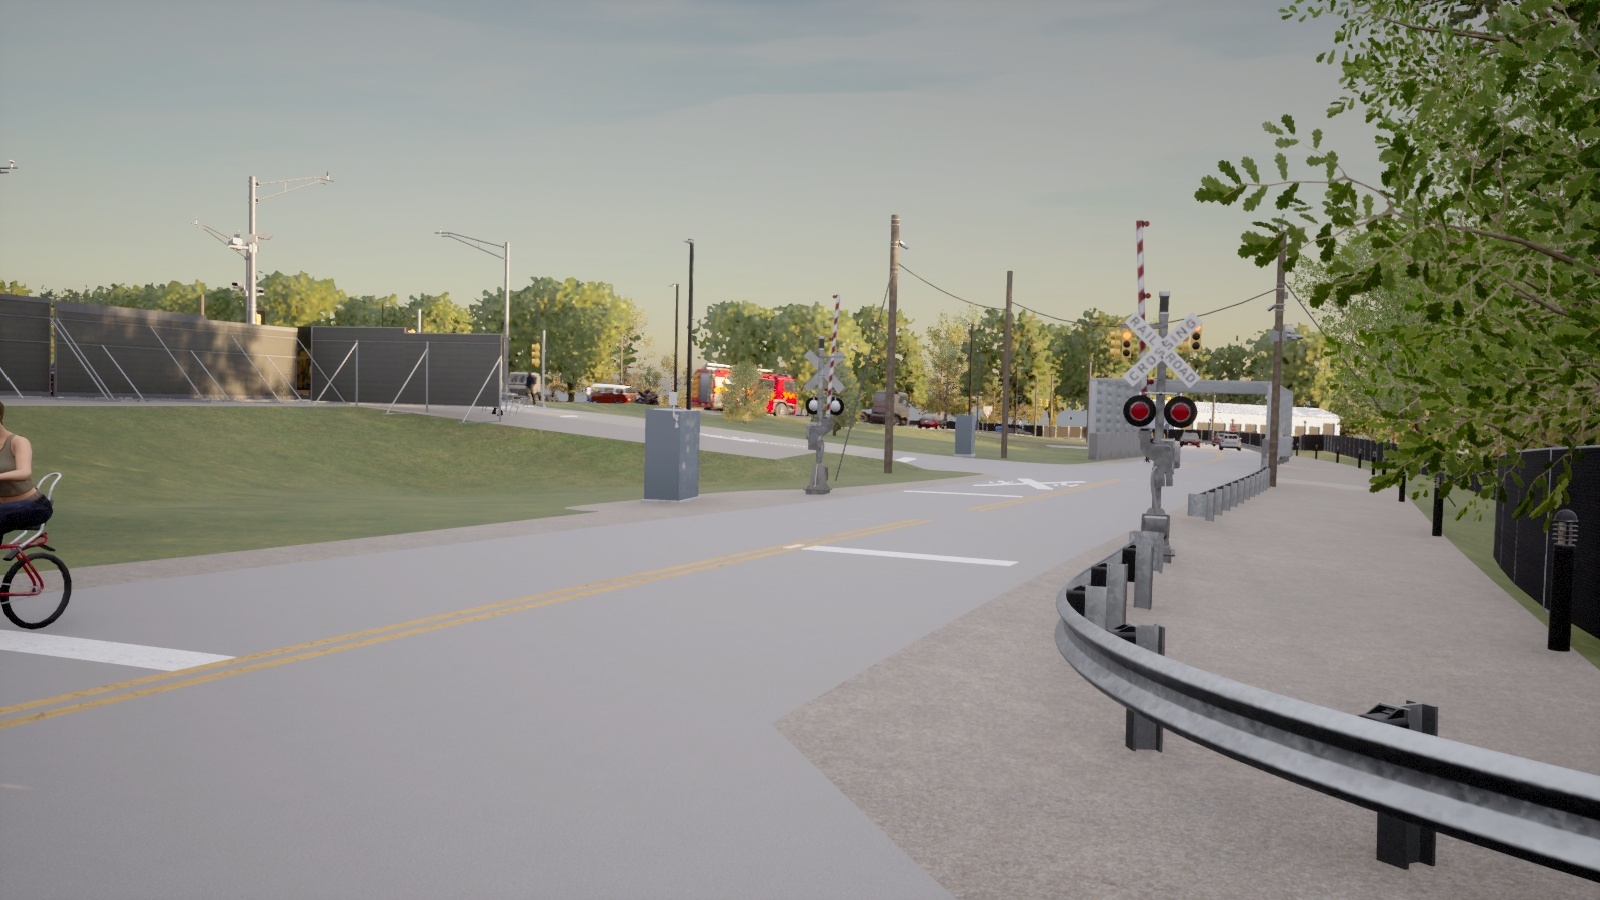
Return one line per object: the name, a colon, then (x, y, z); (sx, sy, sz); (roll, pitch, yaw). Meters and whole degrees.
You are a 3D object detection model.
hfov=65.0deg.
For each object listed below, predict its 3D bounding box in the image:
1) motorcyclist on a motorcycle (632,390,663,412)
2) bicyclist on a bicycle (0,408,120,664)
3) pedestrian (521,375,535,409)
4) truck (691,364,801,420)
motorcyclist on a motorcycle: (-11.327, -3.641, 93.141); (0.866, 1.530, 2.191); (3, 0, 41)
bicyclist on a bicycle: (-5.397, 0.536, 8.178); (0.866, 1.612, 1.509); (1, 1, 19)
pedestrian: (-14.534, -3.106, 67.162); (0.402, 1.842, 0.726); (1, 3, 16)
truck: (-4.194, -4.533, 99.196); (8.468, 3.827, 2.891); (3, 1, -39)
